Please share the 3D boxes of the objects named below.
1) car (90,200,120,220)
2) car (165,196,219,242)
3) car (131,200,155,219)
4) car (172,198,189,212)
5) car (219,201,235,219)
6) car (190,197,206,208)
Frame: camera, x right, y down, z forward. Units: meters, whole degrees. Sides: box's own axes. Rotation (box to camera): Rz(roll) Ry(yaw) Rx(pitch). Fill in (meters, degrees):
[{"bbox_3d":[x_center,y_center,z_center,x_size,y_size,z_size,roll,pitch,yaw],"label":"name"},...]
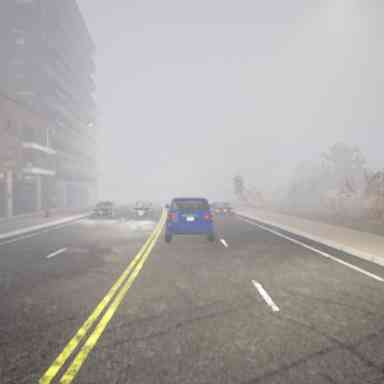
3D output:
[{"bbox_3d":[-7.461,1.512,28.843,1.837,1.490,4.892,0,0,-3],"label":"car"},{"bbox_3d":[-0.165,1.214,16.502,2.150,2.045,5.566,0,0,-2],"label":"car"},{"bbox_3d":[-4.219,1.487,29.088,2.128,1.511,4.902,0,0,-3],"label":"car"},{"bbox_3d":[-1.434,1.499,38.918,1.812,1.442,4.674,0,0,-5],"label":"car"},{"bbox_3d":[2.509,1.519,29.123,2.033,1.411,5.357,0,0,-4],"label":"car"},{"bbox_3d":[0.824,1.476,49.469,1.812,1.442,4.674,0,0,-5],"label":"car"}]
